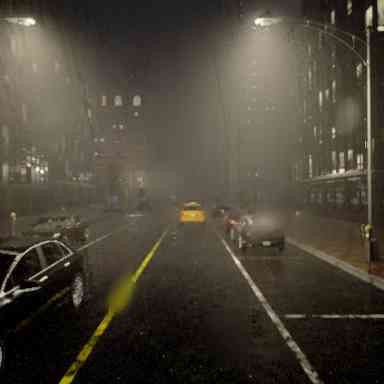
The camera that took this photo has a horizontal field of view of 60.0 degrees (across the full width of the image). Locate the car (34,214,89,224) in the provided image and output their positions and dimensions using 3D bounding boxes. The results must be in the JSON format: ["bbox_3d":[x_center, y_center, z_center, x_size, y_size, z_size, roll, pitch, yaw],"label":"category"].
[{"bbox_3d":[-5.703,1.623,14.137,1.947,1.339,4.313,1,0,0],"label":"car"}]

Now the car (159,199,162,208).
[{"bbox_3d":[-5.764,1.758,53.159,1.947,1.339,4.313,1,0,0],"label":"car"}]

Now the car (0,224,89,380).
[{"bbox_3d":[-3.109,1.526,5.079,1.837,1.490,4.892,0,0,0],"label":"car"}]

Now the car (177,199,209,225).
[{"bbox_3d":[0.060,1.553,24.729,1.801,1.575,5.366,0,0,0],"label":"car"}]

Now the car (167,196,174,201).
[{"bbox_3d":[-5.823,1.878,91.174,1.802,1.307,4.206,1,0,0],"label":"car"}]

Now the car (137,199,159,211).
[{"bbox_3d":[-5.745,1.598,42.011,1.967,1.590,4.097,1,0,0],"label":"car"}]

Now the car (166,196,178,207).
[{"bbox_3d":[-3.105,1.690,54.912,2.128,1.511,4.902,0,0,0],"label":"car"}]

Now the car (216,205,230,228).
[{"bbox_3d":[2.668,1.661,19.705,1.802,1.307,4.206,1,0,0],"label":"car"}]

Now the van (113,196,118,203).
[{"bbox_3d":[-19.861,1.796,80.022,3.998,1.788,1.690,0,-1,1],"label":"van"}]

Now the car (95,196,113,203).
[{"bbox_3d":[-19.956,1.865,71.640,4.403,1.369,2.008,0,-1,1],"label":"car"}]

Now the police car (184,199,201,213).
[{"bbox_3d":[0.035,1.663,41.495,2.038,1.542,4.974,0,0,0],"label":"police car"}]

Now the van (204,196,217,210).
[{"bbox_3d":[2.628,1.518,47.590,1.690,1.788,3.998,1,0,0],"label":"van"}]

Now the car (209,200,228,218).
[{"bbox_3d":[2.651,1.687,30.858,1.947,1.339,4.313,1,0,0],"label":"car"}]

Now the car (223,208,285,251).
[{"bbox_3d":[2.677,1.609,14.128,2.008,1.369,4.403,1,0,0],"label":"car"}]

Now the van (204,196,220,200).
[{"bbox_3d":[2.637,1.500,42.013,1.690,1.788,3.998,1,0,0],"label":"van"}]

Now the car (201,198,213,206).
[{"bbox_3d":[2.608,1.754,58.743,1.887,1.381,4.507,1,0,0],"label":"car"}]
